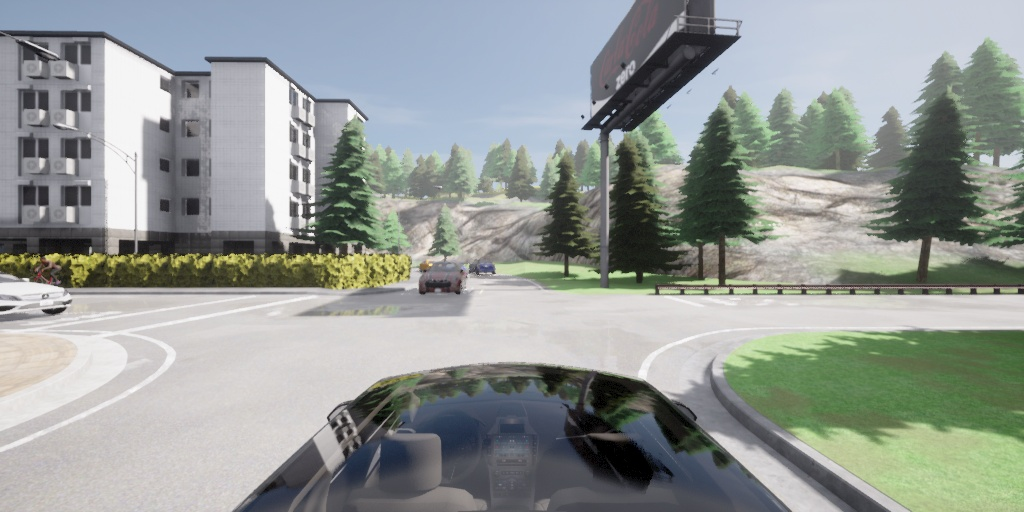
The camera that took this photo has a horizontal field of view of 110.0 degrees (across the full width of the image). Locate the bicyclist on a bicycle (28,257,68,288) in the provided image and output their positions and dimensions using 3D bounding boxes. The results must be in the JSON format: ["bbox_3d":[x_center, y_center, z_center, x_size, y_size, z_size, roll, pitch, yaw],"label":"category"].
[{"bbox_3d":[-23.006,0.865,17.738,0.582,1.620,1.656,0,0,-1],"label":"bicyclist on a bicycle"}]

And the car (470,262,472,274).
[{"bbox_3d":[-5.157,1.210,32.322,1.882,1.535,5.008,0,0,-16],"label":"car"}]

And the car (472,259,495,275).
[{"bbox_3d":[-3.390,1.080,38.968,2.097,1.767,4.553,0,0,-20],"label":"car"}]

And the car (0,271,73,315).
[{"bbox_3d":[-15.822,1.094,10.362,4.674,1.442,1.812,0,0,-1],"label":"car"}]

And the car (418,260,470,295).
[{"bbox_3d":[-3.690,1.091,19.678,2.097,1.767,4.553,0,0,-2],"label":"car"}]

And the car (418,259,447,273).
[{"bbox_3d":[-9.801,1.203,43.795,1.882,1.535,5.008,0,0,-31],"label":"car"}]
